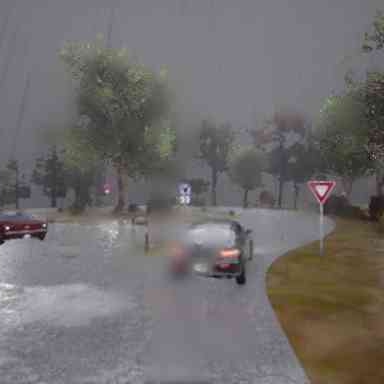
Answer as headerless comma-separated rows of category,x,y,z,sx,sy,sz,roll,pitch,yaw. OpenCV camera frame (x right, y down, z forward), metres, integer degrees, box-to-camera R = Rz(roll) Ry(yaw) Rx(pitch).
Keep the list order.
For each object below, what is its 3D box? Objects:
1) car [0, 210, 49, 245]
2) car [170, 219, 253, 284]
car,-8.420,1.532,15.479,1.895,1.301,4.718,0,0,-45
car,0.687,1.483,9.456,1.812,1.442,4.674,0,0,13
